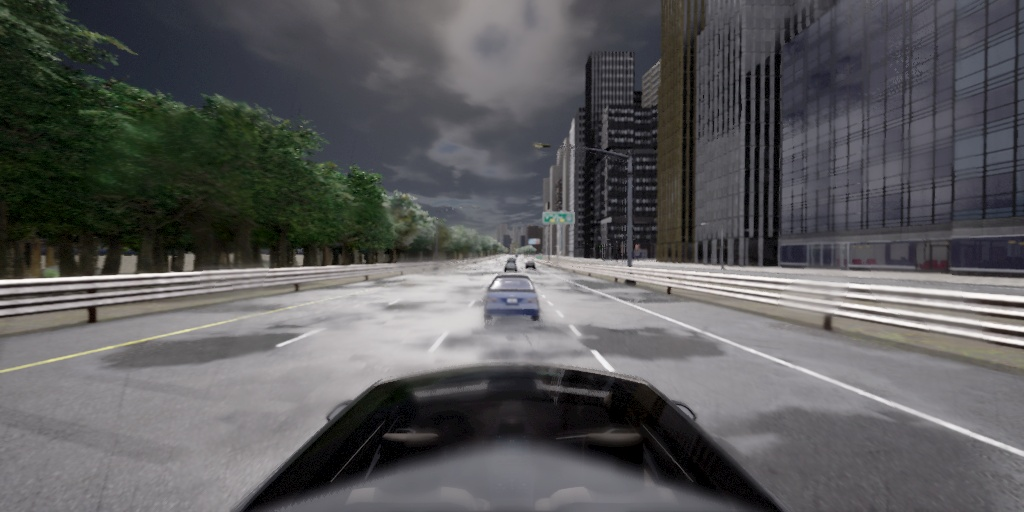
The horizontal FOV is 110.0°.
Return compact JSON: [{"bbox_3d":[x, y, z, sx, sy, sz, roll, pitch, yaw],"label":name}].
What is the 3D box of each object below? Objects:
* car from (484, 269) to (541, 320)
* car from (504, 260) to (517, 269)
[{"bbox_3d":[0.001,1.386,13.067,2.033,1.411,5.357,0,0,0],"label":"car"},{"bbox_3d":[-0.197,1.702,57.554,1.994,1.385,4.181,0,0,0],"label":"car"}]
